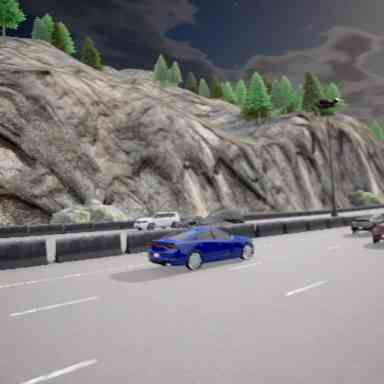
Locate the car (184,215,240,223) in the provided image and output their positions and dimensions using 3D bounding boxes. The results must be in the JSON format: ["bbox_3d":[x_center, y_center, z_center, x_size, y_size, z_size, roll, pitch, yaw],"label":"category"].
[{"bbox_3d":[1.796,3.056,29.226,4.181,1.385,1.994,1,-4,-42],"label":"car"}]

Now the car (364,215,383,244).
[{"bbox_3d":[12.124,2.227,19.475,4.674,1.442,1.812,1,-4,-42],"label":"car"}]

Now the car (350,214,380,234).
[{"bbox_3d":[14.117,2.474,25.933,4.902,1.511,2.128,1,-4,-42],"label":"car"}]

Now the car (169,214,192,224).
[{"bbox_3d":[0.232,3.455,37.175,4.892,1.490,1.837,2,-5,-41],"label":"car"}]

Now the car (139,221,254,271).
[{"bbox_3d":[0.548,2.201,13.828,5.008,1.535,1.882,1,-4,-42],"label":"car"}]

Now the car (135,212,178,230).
[{"bbox_3d":[-3.853,3.337,38.257,5.566,2.045,2.150,1,-4,-42],"label":"car"}]

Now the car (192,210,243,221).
[{"bbox_3d":[3.075,2.983,35.046,5.566,2.045,2.150,1,-4,-41],"label":"car"}]
